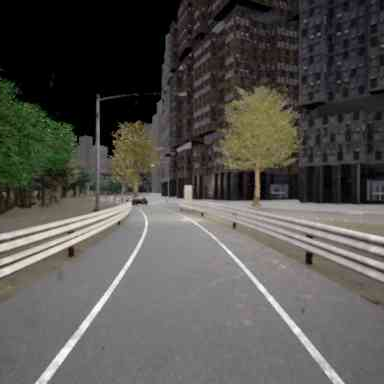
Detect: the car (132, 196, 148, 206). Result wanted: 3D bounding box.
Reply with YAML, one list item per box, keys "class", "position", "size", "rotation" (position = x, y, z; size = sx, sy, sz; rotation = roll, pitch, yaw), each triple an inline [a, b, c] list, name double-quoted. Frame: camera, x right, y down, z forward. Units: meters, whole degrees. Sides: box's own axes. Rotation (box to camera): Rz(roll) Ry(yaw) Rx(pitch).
- class: "car"
  position: [-8.580, 1.430, 54.700]
  size: [1.882, 1.535, 5.008]
  rotation: [0, 0, -20]
